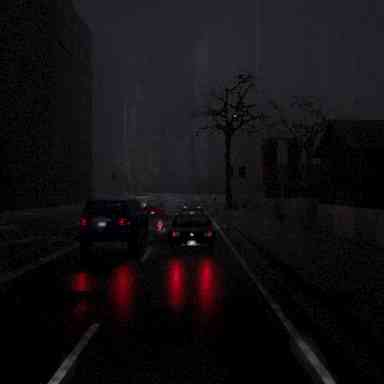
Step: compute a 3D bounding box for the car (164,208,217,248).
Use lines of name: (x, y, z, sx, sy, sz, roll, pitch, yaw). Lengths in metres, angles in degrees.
car: (0.000, 1.612, 14.680, 1.895, 1.301, 4.718, 0, 0, 0)

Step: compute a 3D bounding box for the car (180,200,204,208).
car: (0.000, 1.479, 29.649, 2.128, 1.511, 4.902, 0, 0, 0)

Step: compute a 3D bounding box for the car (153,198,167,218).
car: (-3.250, 1.517, 29.650, 1.812, 1.442, 4.674, 0, 0, 0)

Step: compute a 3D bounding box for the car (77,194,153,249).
car: (-3.250, 1.253, 14.680, 2.150, 2.045, 5.566, 0, 0, 0)
